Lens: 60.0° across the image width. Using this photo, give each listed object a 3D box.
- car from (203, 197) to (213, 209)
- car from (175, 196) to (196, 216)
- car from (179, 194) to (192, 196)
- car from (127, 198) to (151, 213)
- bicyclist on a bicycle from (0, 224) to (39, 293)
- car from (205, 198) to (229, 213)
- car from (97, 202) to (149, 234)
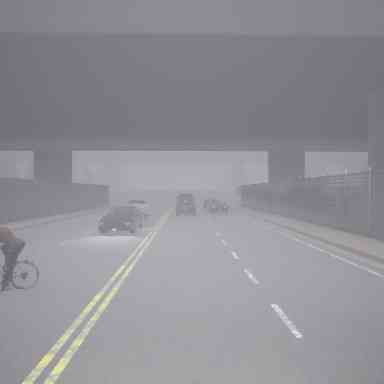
[{"bbox_3d":[2.561,1.478,46.455,1.882,1.535,5.008,0,0,-1],"label":"car"},{"bbox_3d":[-0.621,1.492,32.811,2.128,1.511,4.902,0,0,-1],"label":"car"},{"bbox_3d":[-0.867,1.221,43.141,2.150,2.045,5.566,0,0,-1],"label":"car"},{"bbox_3d":[-4.033,1.178,24.590,1.812,1.442,4.674,0,0,-1],"label":"car"},{"bbox_3d":[-4.325,1.454,7.579,1.656,1.620,0.582,-1,0,-1],"label":"bicyclist on a bicycle"},{"bbox_3d":[2.796,1.601,36.426,1.895,1.301,4.718,0,0,-1],"label":"car"},{"bbox_3d":[-4.011,1.547,19.635,2.033,1.411,5.357,0,0,-1],"label":"car"}]
